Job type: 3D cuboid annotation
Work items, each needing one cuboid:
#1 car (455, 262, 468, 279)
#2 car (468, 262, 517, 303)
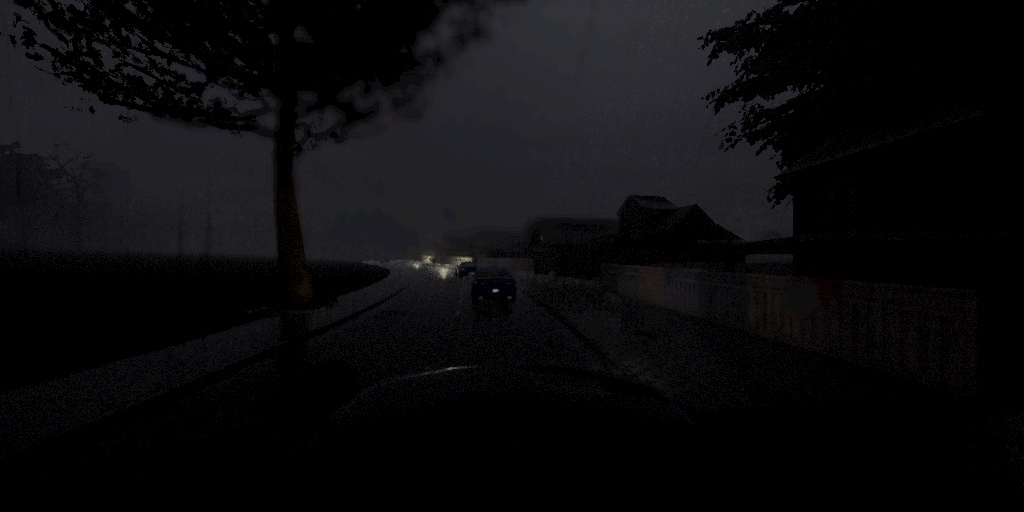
[{"bbox_3d":[-3.850,1.209,31.555,1.812,1.442,4.674,0,0,-15],"label":"car"},{"bbox_3d":[-0.968,1.215,16.667,1.882,1.535,5.008,0,0,-7],"label":"car"}]
